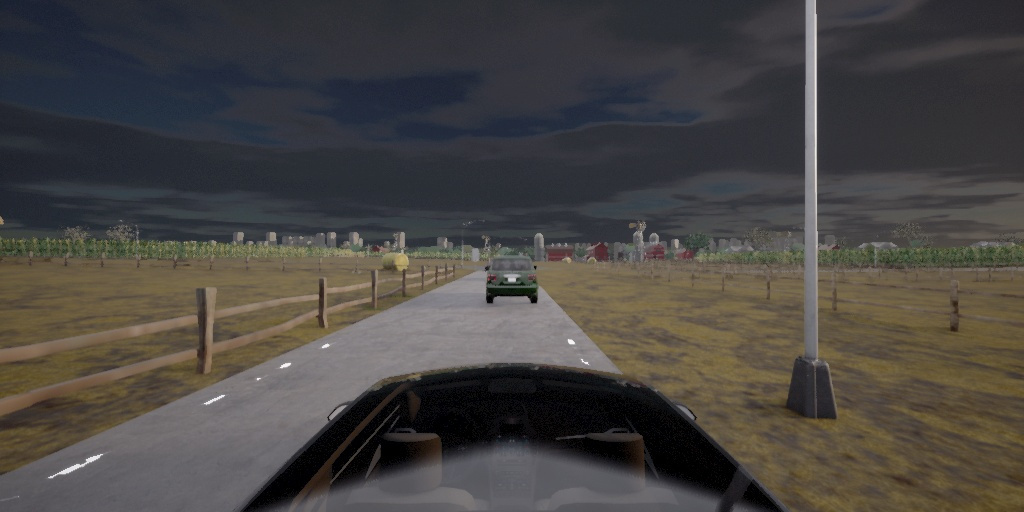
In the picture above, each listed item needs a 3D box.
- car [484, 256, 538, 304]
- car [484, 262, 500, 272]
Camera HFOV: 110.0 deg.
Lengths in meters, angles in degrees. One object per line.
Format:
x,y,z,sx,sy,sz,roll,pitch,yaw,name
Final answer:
0.001,1.017,16.536,2.150,2.045,5.566,0,0,0,car
-2.750,1.485,49.482,1.895,1.301,4.718,0,0,0,car
